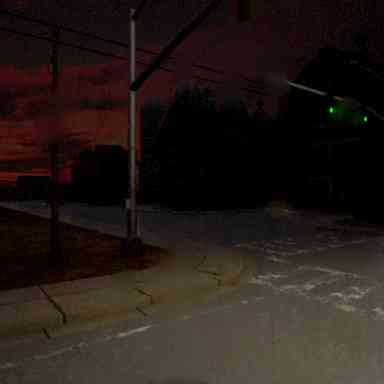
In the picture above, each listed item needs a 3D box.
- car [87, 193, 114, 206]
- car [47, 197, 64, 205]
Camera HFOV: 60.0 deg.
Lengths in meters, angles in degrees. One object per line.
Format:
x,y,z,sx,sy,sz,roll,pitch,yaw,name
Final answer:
-13.807,1.116,50.592,3.866,1.878,1.905,-2,5,11,car
-23.339,1.536,56.662,1.994,1.385,4.181,0,0,-36,car
